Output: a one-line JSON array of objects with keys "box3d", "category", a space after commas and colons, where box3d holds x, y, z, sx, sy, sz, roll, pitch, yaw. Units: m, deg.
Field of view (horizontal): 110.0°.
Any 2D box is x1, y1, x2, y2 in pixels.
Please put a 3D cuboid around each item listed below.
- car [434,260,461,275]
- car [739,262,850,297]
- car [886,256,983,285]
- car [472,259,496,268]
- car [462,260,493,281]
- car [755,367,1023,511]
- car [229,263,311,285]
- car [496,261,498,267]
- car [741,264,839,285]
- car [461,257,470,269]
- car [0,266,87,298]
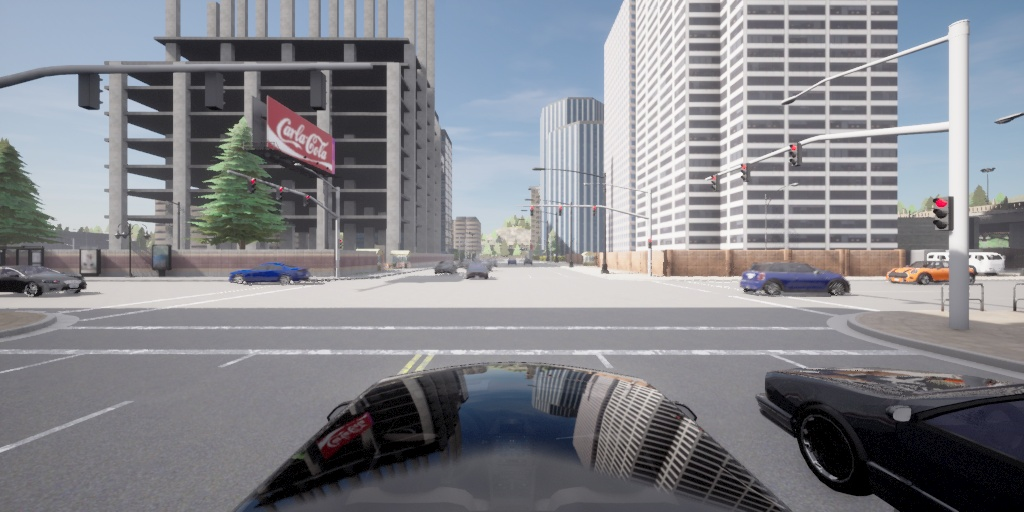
[{"box3d": [-7.086, 1.253, 38.611, 1.837, 1.490, 4.892, 0, 1, 0], "category": "car"}, {"box3d": [14.446, 1.102, 18.449, 4.553, 1.767, 2.097, 0, 0, 3], "category": "car"}, {"box3d": [29.655, 1.102, 25.517, 4.553, 1.767, 2.097, 0, 0, 1], "category": "car"}, {"box3d": [-3.581, 1.241, 45.829, 2.128, 1.511, 4.902, 0, 0, 0], "category": "car"}, {"box3d": [-3.098, 1.298, 30.965, 2.033, 1.411, 5.357, 0, 0, -7], "category": "car"}, {"box3d": [3.597, 1.297, 1.449, 2.033, 1.411, 5.357, 0, 0, 0], "category": "car"}, {"box3d": [-16.970, 1.227, 25.234, 5.008, 1.535, 1.882, 0, 1, -4], "category": "car"}, {"box3d": [-3.544, 1.241, 62.666, 2.128, 1.511, 4.902, 0, 0, 0], "category": "car"}, {"box3d": [19.646, 1.297, 25.495, 5.357, 1.411, 2.033, 0, 0, 0], "category": "car"}, {"box3d": [-7.073, 1.255, 54.872, 1.837, 1.490, 4.892, 0, 0, 0], "category": "car"}, {"box3d": [-24.548, 1.241, 18.079, 4.902, 1.511, 2.128, 0, 0, 0], "category": "car"}]
